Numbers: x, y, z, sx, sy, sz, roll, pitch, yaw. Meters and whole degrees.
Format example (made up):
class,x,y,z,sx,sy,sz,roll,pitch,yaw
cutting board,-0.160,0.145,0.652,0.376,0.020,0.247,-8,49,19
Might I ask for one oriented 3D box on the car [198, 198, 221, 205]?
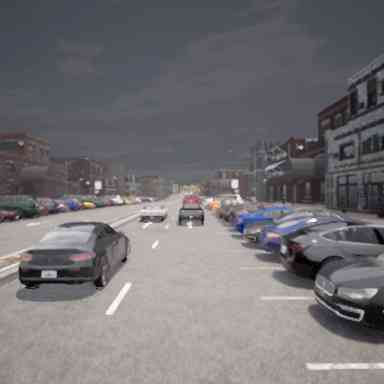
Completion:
class,x,y,z,sx,sy,sz,roll,pitch,yaw
car,4.079,2.256,77.898,5.366,1.575,1.946,0,-1,0

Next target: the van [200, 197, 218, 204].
class,x,y,z,sx,sy,sz,roll,pitch,yaw
van,4.339,2.211,86.239,4.442,1.987,1.878,0,-1,0

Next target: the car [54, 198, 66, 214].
class,x,y,z,sx,sy,sz,roll,pitch,yaw
car,-15.927,1.586,33.822,4.792,1.488,2.163,0,0,0

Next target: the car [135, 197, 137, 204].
class,x,y,z,sx,sy,sz,roll,pitch,yaw
car,-16.421,2.261,77.915,5.366,1.575,1.946,0,-1,0

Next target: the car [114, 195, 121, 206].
class,x,y,z,sx,sy,sz,roll,pitch,yaw
car,-16.140,1.757,61.378,4.553,1.767,2.185,0,-1,0

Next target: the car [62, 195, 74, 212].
class,x,y,z,sx,sy,sz,roll,pitch,yaw
car,-15.950,1.444,36.581,4.553,1.767,2.185,0,0,0

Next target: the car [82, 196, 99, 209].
class,x,y,z,sx,sy,sz,roll,pitch,yaw
car,-15.797,1.617,44.851,5.366,1.575,1.946,0,0,0

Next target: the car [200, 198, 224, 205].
class,x,y,z,sx,sy,sz,roll,pitch,yaw
car,4.290,2.133,72.465,5.008,1.535,2.097,0,-1,0

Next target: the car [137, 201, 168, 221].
class,x,y,z,sx,sy,sz,roll,pitch,yaw
car,-3.055,1.651,27.494,1.895,1.301,4.718,0,0,0

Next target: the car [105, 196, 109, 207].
class,x,y,z,sx,sy,sz,roll,pitch,yaw
car,-15.996,1.430,50.362,5.566,2.045,2.435,0,-1,0

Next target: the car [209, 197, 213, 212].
class,x,y,z,sx,sy,sz,roll,pitch,yaw
car,4.706,1.549,33.460,5.366,1.575,1.946,0,0,0

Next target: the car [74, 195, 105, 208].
class,x,y,z,sx,sy,sz,roll,pitch,yaw
car,-15.975,1.397,47.605,5.566,2.045,2.435,0,-1,0

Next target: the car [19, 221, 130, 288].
class,x,y,z,sx,sy,sz,roll,pitch,yaw
car,-2.951,1.532,9.141,1.812,1.442,4.674,0,0,0

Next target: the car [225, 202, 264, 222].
class,x,y,z,sx,sy,sz,roll,pitch,yaw
car,4.629,1.536,19.689,4.792,1.488,2.163,0,0,0

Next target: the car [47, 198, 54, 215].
class,x,y,z,sx,sy,sz,roll,pitch,yaw
car,-15.874,1.584,31.066,4.674,1.452,2.002,0,0,0

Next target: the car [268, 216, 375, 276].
class,x,y,z,sx,sy,sz,roll,pitch,yaw
car,4.693,1.516,8.573,4.792,1.488,2.163,0,0,0

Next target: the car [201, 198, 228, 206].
class,x,y,z,sx,sy,sz,roll,pitch,yaw
car,4.349,1.933,64.005,5.008,1.535,2.097,0,-1,0

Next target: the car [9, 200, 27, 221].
class,x,y,z,sx,sy,sz,roll,pitch,yaw
car,-15.805,1.550,25.550,4.792,1.488,2.163,0,0,0

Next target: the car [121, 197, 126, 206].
class,x,y,z,sx,sy,sz,roll,pitch,yaw
car,-16.158,1.696,64.135,5.566,2.045,2.435,0,-1,0

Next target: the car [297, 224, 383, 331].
class,x,y,z,sx,sy,sz,roll,pitch,yaw
car,4.686,1.484,5.793,4.892,1.521,2.231,0,0,0

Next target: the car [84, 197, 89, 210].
class,x,y,z,sx,sy,sz,roll,pitch,yaw
car,-15.958,1.640,42.092,4.674,1.452,2.002,0,0,0

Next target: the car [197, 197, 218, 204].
class,x,y,z,sx,sy,sz,roll,pitch,yaw
car,4.227,2.298,91.921,5.566,2.045,2.435,0,-1,0

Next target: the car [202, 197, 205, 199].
class,x,y,z,sx,sy,sz,roll,pitch,yaw
car,4.411,1.383,47.473,5.566,2.045,2.435,0,-1,0

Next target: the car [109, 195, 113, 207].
class,x,y,z,sx,sy,sz,roll,pitch,yaw
car,-16.017,1.472,53.115,5.566,2.045,2.435,0,-1,0

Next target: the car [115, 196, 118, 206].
class,x,y,z,sx,sy,sz,roll,pitch,yaw
car,-16.117,1.855,58.618,4.792,1.488,2.163,0,-1,0

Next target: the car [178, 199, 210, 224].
class,x,y,z,sx,sy,sz,roll,pitch,yaw
car,-0.044,1.533,25.055,2.128,1.511,4.902,0,0,0

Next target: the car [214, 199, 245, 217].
class,x,y,z,sx,sy,sz,roll,pitch,yaw
car,4.522,1.562,28.025,4.792,1.488,2.163,0,0,0

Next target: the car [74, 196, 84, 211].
class,x,y,z,sx,sy,sz,roll,pitch,yaw
car,-15.935,1.583,39.338,5.008,1.535,2.097,0,0,0

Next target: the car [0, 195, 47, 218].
class,x,y,z,sx,sy,sz,roll,pitch,yaw
car,-15.884,1.281,28.310,5.566,2.045,2.435,0,0,0

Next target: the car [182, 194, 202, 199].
class,x,y,z,sx,sy,sz,roll,pitch,yaw
car,-0.144,1.338,42.990,2.150,2.045,5.566,0,0,0

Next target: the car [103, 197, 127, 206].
class,x,y,z,sx,sy,sz,roll,pitch,yaw
car,-16.141,1.950,69.646,4.553,1.767,2.185,0,-1,0

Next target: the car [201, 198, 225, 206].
class,x,y,z,sx,sy,sz,roll,pitch,yaw
car,4.341,2.097,69.686,4.792,1.488,2.163,0,-1,0

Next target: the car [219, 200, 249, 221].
class,x,y,z,sx,sy,sz,roll,pitch,yaw
car,4.577,1.516,22.467,4.892,1.521,2.231,0,0,0

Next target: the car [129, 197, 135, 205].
class,x,y,z,sx,sy,sz,roll,pitch,yaw
car,-16.400,2.199,75.156,5.366,1.575,1.946,0,-1,0

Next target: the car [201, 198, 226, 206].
class,x,y,z,sx,sy,sz,roll,pitch,yaw
car,4.334,2.003,66.908,4.892,1.521,2.231,0,-1,0

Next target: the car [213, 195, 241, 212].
class,x,y,z,sx,sy,sz,roll,pitch,yaw
car,4.508,1.417,30.797,4.553,1.767,2.185,0,0,0

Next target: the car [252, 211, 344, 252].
class,x,y,z,sx,sy,sz,roll,pitch,yaw
car,4.645,1.530,11.352,4.674,1.452,2.002,0,0,0

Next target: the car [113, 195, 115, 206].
class,x,y,z,sx,sy,sz,roll,pitch,yaw
car,-16.061,1.768,55.867,5.008,1.535,2.097,0,-1,0

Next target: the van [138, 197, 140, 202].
class,x,y,z,sx,sy,sz,roll,pitch,yaw
van,-16.161,2.156,83.436,4.442,1.987,1.878,0,-1,0

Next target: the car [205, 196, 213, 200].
class,x,y,z,sx,sy,sz,roll,pitch,yaw
car,4.454,1.649,44.696,4.674,1.452,2.002,0,0,0

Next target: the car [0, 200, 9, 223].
class,x,y,z,sx,sy,sz,roll,pitch,yaw
car,-15.808,1.510,22.795,5.008,1.535,2.097,0,0,0

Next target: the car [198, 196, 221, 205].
class,x,y,z,sx,sy,sz,roll,pitch,yaw
car,4.218,2.068,80.687,5.566,2.045,2.435,0,-1,0

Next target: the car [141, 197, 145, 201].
class,x,y,z,sx,sy,sz,roll,pitch,yaw
car,-16.292,2.242,88.951,5.566,2.045,2.435,0,-1,0

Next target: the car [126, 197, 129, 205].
class,x,y,z,sx,sy,sz,roll,pitch,yaw
car,-16.123,1.760,66.892,5.566,2.045,2.435,0,-1,0

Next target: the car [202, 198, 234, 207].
class,x,y,z,sx,sy,sz,roll,pitch,yaw
car,4.562,1.805,58.451,5.366,1.575,1.946,0,-1,0

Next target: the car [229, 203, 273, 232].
class,x,y,z,sx,sy,sz,roll,pitch,yaw
car,4.611,1.500,16.785,5.008,1.535,2.097,0,0,0

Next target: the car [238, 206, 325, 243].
class,x,y,z,sx,sy,sz,roll,pitch,yaw
car,4.638,1.495,14.006,4.892,1.521,2.231,0,0,0

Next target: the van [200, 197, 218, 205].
class,x,y,z,sx,sy,sz,roll,pitch,yaw
van,4.350,2.156,83.586,4.442,1.987,1.878,0,-1,0
